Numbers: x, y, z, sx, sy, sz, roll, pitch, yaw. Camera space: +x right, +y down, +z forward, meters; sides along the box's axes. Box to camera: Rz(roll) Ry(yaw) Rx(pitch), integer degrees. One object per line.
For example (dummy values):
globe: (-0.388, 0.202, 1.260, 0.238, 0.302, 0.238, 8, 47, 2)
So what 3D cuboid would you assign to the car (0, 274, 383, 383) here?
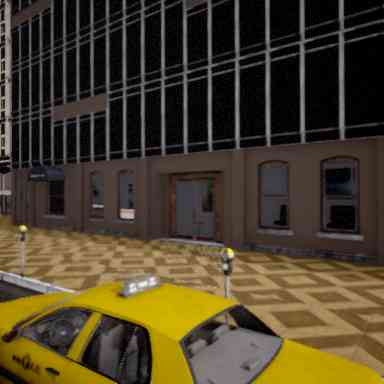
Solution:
car: (-0.721, 1.525, 3.391, 4.829, 1.417, 1.752, 0, 0, 35)
